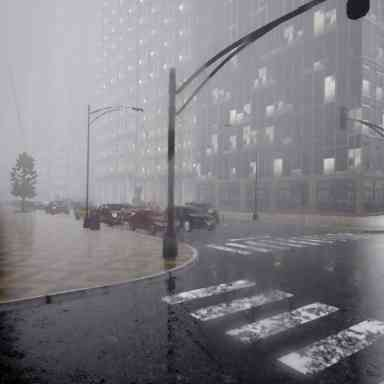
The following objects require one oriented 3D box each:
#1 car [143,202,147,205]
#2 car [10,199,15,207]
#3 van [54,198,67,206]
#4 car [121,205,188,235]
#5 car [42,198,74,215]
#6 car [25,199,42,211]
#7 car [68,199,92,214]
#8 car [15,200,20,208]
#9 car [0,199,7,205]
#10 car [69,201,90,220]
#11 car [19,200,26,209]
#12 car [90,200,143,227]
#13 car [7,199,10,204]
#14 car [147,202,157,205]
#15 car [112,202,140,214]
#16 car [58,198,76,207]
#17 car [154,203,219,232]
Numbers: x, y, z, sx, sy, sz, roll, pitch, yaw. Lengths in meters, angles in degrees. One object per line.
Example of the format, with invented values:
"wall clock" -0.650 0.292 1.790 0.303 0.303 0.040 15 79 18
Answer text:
"car" -6.117 1.731 29.333 1.837 1.490 4.892 1 -1 -35
"car" -31.651 2.124 61.238 2.008 1.369 4.403 1 -1 -35
"van" -28.049 2.118 70.703 1.690 1.788 3.998 1 -1 -35
"car" -2.296 1.663 19.350 1.802 1.307 4.206 1 -1 -35
"car" -15.342 1.740 37.969 1.967 1.590 4.097 1 -1 -35
"car" -21.865 1.960 47.276 2.008 1.369 4.403 1 -1 -35
"car" -12.040 1.818 37.805 2.128 1.511 4.902 1 -1 -35
"car" -28.388 2.064 56.585 1.887 1.381 4.507 1 -1 -35
"car" -41.435 2.289 75.202 2.008 1.369 4.403 1 -1 -35
"car" -8.721 1.714 28.520 1.752 1.417 4.829 1 -1 -35
"car" -25.127 2.030 51.930 1.947 1.339 4.313 1 -1 -35
"car" -5.557 1.575 24.006 1.967 1.590 4.097 1 -1 -35
"car" -34.912 2.210 65.893 1.802 1.307 4.206 1 -1 -35
"car" -5.218 1.834 38.122 1.967 1.590 4.097 1 -1 -35
"car" -8.577 1.975 42.914 1.752 1.417 4.829 1 -1 -35
"car" -24.787 2.038 66.049 2.192 1.841 5.009 1 -1 -35
"car" -0.349 1.635 21.099 1.837 1.490 4.892 1 -1 -33
